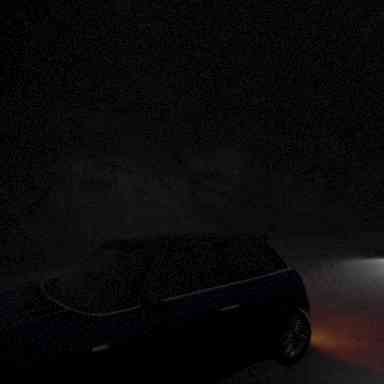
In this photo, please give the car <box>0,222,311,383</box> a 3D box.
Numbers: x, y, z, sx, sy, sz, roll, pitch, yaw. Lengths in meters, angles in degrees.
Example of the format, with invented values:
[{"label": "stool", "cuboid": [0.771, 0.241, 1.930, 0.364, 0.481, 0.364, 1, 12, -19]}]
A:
[{"label": "car", "cuboid": [-0.589, 1.344, 4.180, 4.553, 1.767, 2.097, 0, 0, -35]}]
